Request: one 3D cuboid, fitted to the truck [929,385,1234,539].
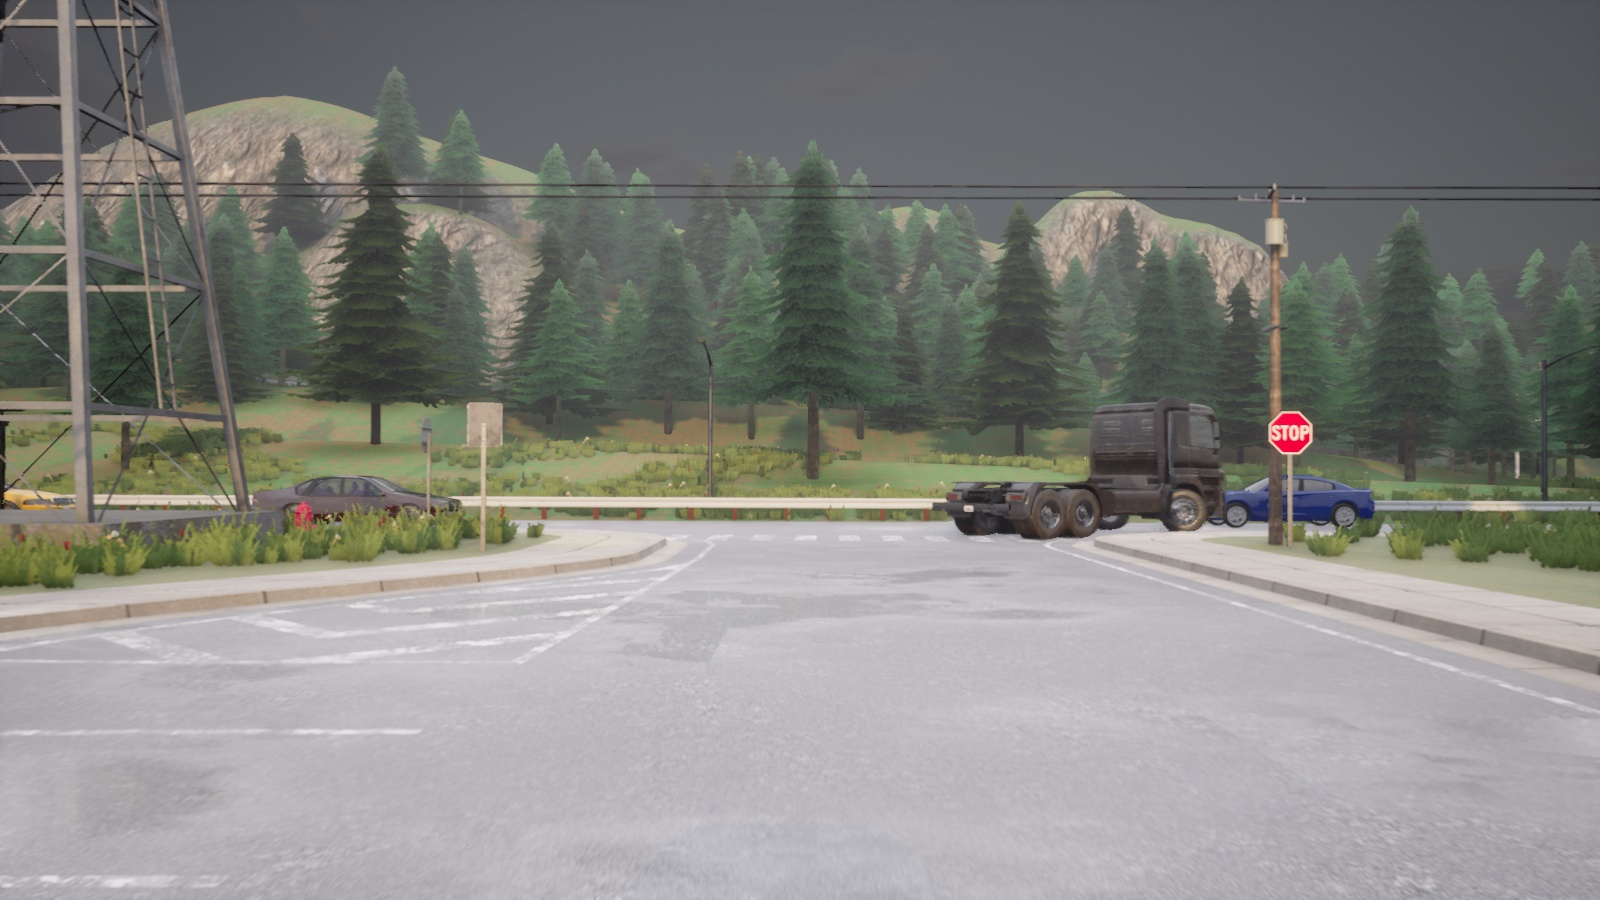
[{"bbox_3d":[7.231,0.334,31.683,7.936,3.462,2.891,0,-1,-35],"label":"truck"}]

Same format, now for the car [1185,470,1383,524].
[{"bbox_3d":[13.990,1.347,36.500,5.008,1.535,1.882,0,-1,1],"label":"car"}]

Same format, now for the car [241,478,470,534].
[{"bbox_3d":[-11.728,1.468,33.390,5.357,1.411,2.033,0,-1,1],"label":"car"}]

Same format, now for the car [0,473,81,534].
[{"bbox_3d":[-22.395,1.405,33.555,5.366,1.575,1.801,0,-1,1],"label":"car"}]
